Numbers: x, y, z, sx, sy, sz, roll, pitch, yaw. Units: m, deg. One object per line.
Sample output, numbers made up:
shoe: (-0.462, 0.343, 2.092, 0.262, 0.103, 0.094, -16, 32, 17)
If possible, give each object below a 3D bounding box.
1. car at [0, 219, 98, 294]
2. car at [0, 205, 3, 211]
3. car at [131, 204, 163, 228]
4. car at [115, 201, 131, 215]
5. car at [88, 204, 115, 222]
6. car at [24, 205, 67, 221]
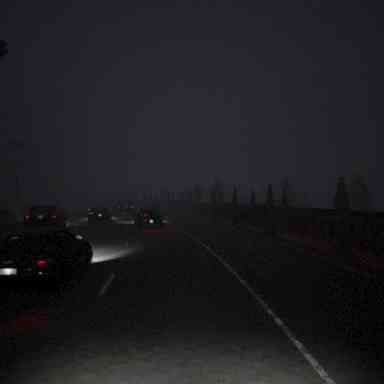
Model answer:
car: (-4.074, 1.680, 9.057, 1.994, 1.385, 4.181, 0, -1, -5)
car: (-22.794, 1.995, 37.906, 2.128, 1.511, 4.902, 0, -1, -25)
car: (-3.359, 1.796, 25.181, 1.837, 1.490, 4.892, 0, -1, -14)
car: (-8.423, 1.828, 40.296, 2.097, 1.767, 4.553, 0, -1, -22)
car: (-8.200, 1.920, 29.474, 1.994, 1.385, 4.181, 0, -1, -17)
car: (-10.028, 1.644, 23.013, 2.097, 1.767, 4.553, 0, -1, -13)
